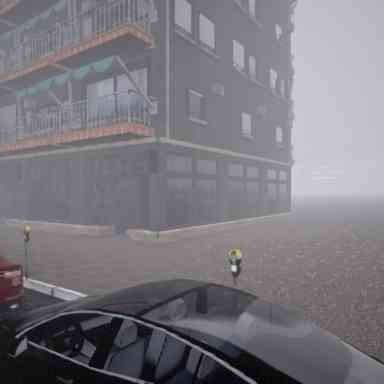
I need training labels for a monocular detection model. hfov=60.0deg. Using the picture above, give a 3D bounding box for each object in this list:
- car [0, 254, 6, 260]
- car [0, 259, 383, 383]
[{"bbox_3d":[-5.063,1.544,6.470,4.507,1.381,1.887,0,0,35],"label":"car"},{"bbox_3d":[-0.469,1.566,3.205,4.313,1.339,1.947,0,0,35],"label":"car"}]
